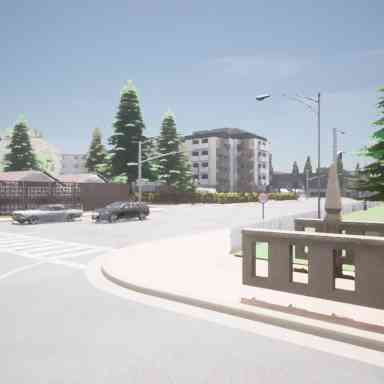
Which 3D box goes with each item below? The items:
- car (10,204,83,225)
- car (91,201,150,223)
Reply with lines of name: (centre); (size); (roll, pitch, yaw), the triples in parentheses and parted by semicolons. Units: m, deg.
car: (-10.555, 1.592, 24.391); (1.895, 1.301, 4.718); (0, 0, 38)
car: (-5.356, 1.482, 25.397); (2.128, 1.511, 4.902); (0, 0, 38)
